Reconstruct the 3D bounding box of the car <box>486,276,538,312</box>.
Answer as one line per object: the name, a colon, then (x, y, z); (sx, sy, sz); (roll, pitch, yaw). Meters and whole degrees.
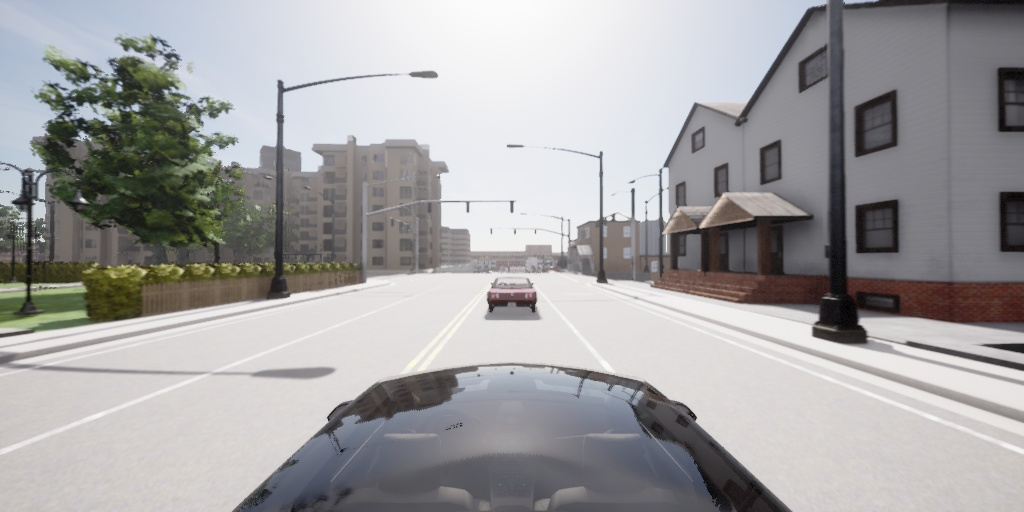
car: (0.018, 1.495, 15.085); (1.895, 1.301, 4.718); (0, -1, 0)
